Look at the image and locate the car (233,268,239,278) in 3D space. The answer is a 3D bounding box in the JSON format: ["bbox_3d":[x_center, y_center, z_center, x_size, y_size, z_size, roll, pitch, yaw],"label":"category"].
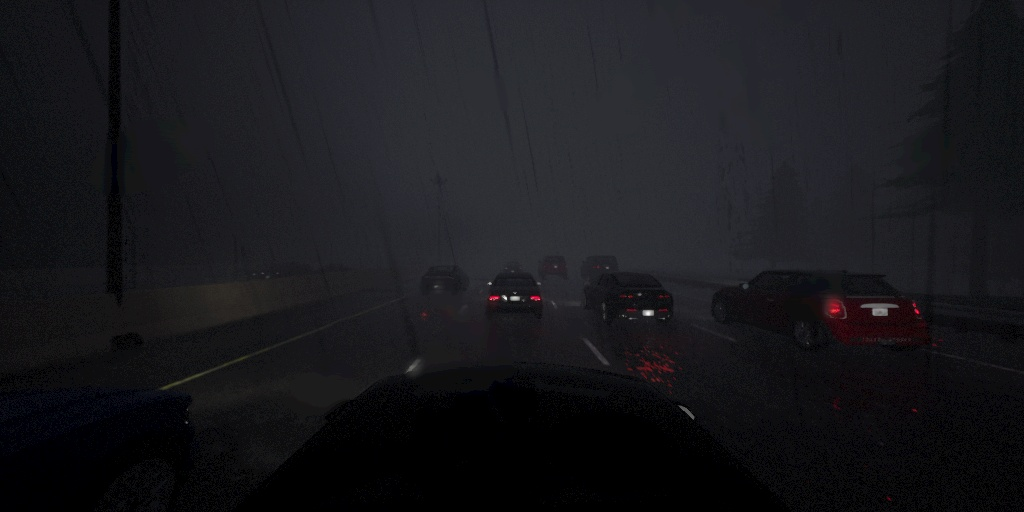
[{"bbox_3d":[-24.593,1.273,34.691,1.812,1.442,4.674,0,0,0],"label":"car"}]

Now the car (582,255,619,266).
[{"bbox_3d":[7.100,0.969,29.375,2.150,2.045,5.566,0,0,0],"label":"car"}]

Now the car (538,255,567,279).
[{"bbox_3d":[3.599,0.969,32.198,2.150,2.045,5.566,0,0,0],"label":"car"}]

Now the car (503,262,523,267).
[{"bbox_3d":[0.087,1.272,36.163,1.812,1.442,4.674,0,0,0],"label":"car"}]

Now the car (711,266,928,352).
[{"bbox_3d":[7.100,1.101,9.050,2.097,1.767,4.553,0,0,0],"label":"car"}]

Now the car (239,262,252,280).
[{"bbox_3d":[-21.094,1.312,31.325,1.994,1.385,4.181,0,0,0],"label":"car"}]

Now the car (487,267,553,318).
[{"bbox_3d":[0.086,1.294,13.015,2.033,1.411,5.357,0,0,0],"label":"car"}]

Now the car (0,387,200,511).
[{"bbox_3d":[-3.400,1.228,0.752,1.882,1.535,5.008,0,0,0],"label":"car"}]

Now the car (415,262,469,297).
[{"bbox_3d":[-3.399,1.240,18.915,2.128,1.511,4.902,0,0,0],"label":"car"}]

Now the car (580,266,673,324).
[{"bbox_3d":[3.602,1.254,11.905,1.837,1.490,4.892,0,0,0],"label":"car"}]

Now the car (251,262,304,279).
[{"bbox_3d":[-17.597,1.240,28.336,2.128,1.511,4.902,0,0,0],"label":"car"}]

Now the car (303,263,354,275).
[{"bbox_3d":[-14.097,1.312,28.357,1.994,1.385,4.181,0,0,0],"label":"car"}]
